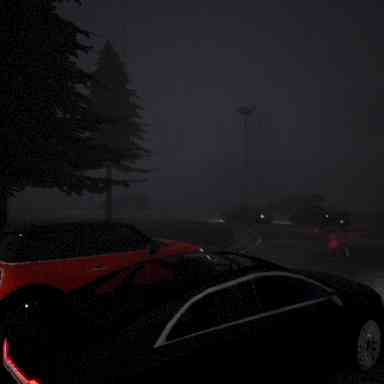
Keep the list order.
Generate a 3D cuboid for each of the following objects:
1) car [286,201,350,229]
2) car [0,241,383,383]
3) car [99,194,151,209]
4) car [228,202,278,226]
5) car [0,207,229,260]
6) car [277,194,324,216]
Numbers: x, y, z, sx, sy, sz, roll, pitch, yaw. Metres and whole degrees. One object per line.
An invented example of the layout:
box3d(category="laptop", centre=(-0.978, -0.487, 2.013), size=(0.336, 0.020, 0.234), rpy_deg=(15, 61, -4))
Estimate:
box3d(category="car", centre=(8.211, 1.526, 21.562), size=(1.812, 1.442, 4.674), rpy_deg=(1, 0, -12))
box3d(category="car", centre=(0.461, 1.492, 3.942), size=(4.902, 1.511, 2.128), rpy_deg=(0, 0, -37))
box3d(category="car", centre=(-7.268, 1.223, 36.467), size=(5.566, 2.045, 2.150), rpy_deg=(0, 0, -4))
box3d(category="car", centre=(3.786, 1.564, 23.437), size=(1.994, 1.385, 4.181), rpy_deg=(0, 0, -22))
box3d(category="car", centre=(-1.688, 1.354, 6.696), size=(4.553, 1.767, 2.097), rpy_deg=(0, 0, -37))
box3d(category="car", centre=(8.918, 1.215, 28.900), size=(2.150, 2.045, 5.566), rpy_deg=(0, -1, -33))
